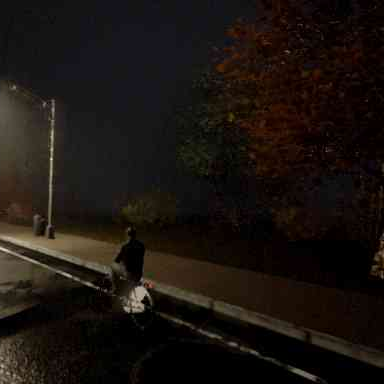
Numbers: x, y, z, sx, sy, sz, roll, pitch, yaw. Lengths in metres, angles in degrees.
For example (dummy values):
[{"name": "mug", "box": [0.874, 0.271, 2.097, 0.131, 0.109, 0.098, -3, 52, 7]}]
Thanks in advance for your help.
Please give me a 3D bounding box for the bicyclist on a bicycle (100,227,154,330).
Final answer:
[{"name": "bicyclist on a bicycle", "box": [-1.282, 1.531, 6.258, 0.659, 1.776, 1.843, 2, -2, -43]}]
